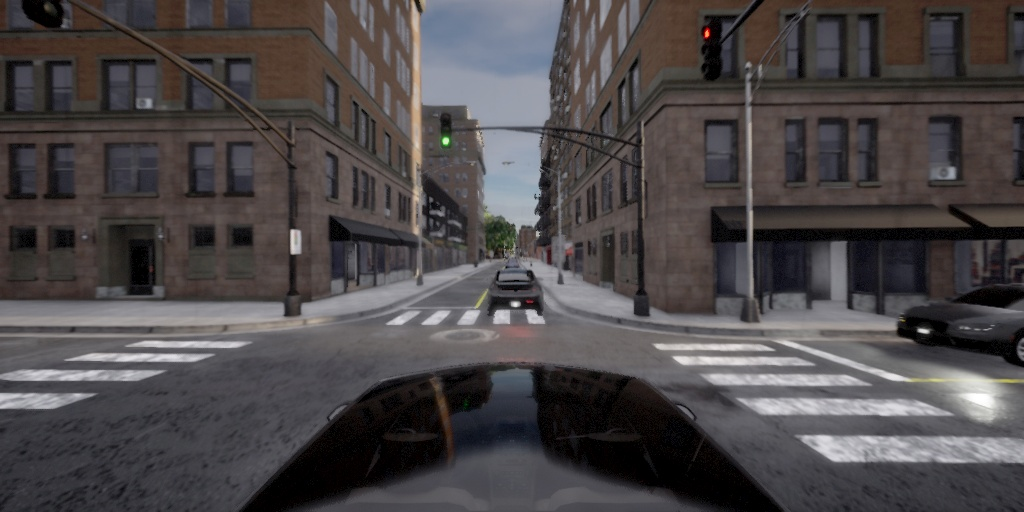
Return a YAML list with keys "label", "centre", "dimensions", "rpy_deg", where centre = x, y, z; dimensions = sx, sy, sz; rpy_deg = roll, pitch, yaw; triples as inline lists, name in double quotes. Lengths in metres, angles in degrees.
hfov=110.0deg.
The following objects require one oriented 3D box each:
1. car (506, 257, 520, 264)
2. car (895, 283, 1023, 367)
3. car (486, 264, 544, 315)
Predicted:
- label: "car"
  centre: [0.063, 1.185, 49.254]
  dimensions: [1.994, 1.385, 4.181]
  rpy_deg: [-1, 0, 0]
- label: "car"
  centre: [10.942, 1.321, 7.386]
  dimensions: [4.892, 1.490, 1.837]
  rpy_deg: [0, 0, 1]
- label: "car"
  centre: [0.111, 1.212, 13.334]
  dimensions: [1.837, 1.490, 4.892]
  rpy_deg: [0, 0, 0]
